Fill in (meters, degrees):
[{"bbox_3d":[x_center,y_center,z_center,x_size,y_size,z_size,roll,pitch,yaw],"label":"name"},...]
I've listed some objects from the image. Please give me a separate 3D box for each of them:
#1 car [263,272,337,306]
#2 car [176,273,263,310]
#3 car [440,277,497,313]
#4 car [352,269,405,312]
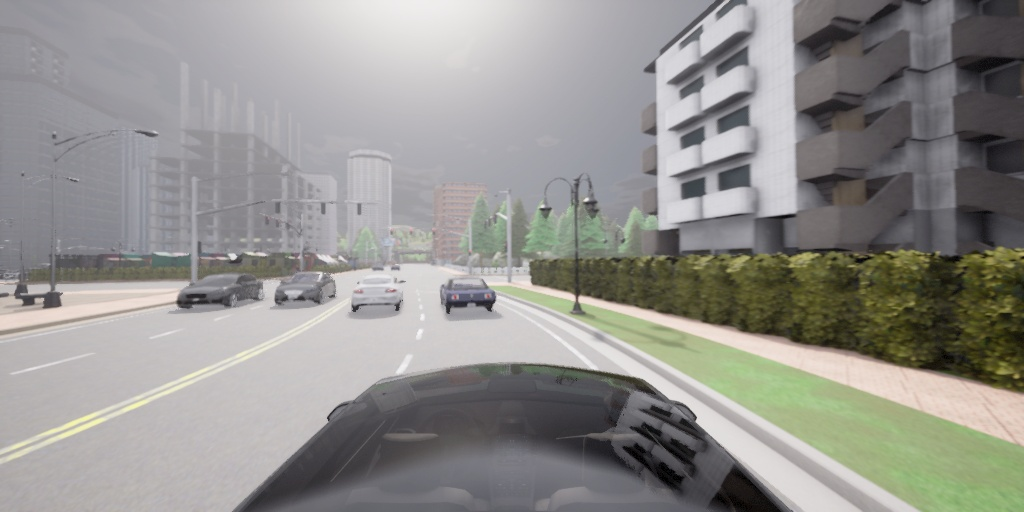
[{"bbox_3d":[-10.098,1.541,17.881,2.128,1.511,4.902,0,-1,-15],"label":"car"},{"bbox_3d":[-13.460,1.572,16.907,1.837,1.490,4.892,0,-1,-15],"label":"car"},{"bbox_3d":[-2.020,1.545,15.221,1.895,1.301,4.718,0,-1,-14],"label":"car"},{"bbox_3d":[-5.769,1.509,15.720,1.812,1.442,4.674,0,-1,-15],"label":"car"}]
